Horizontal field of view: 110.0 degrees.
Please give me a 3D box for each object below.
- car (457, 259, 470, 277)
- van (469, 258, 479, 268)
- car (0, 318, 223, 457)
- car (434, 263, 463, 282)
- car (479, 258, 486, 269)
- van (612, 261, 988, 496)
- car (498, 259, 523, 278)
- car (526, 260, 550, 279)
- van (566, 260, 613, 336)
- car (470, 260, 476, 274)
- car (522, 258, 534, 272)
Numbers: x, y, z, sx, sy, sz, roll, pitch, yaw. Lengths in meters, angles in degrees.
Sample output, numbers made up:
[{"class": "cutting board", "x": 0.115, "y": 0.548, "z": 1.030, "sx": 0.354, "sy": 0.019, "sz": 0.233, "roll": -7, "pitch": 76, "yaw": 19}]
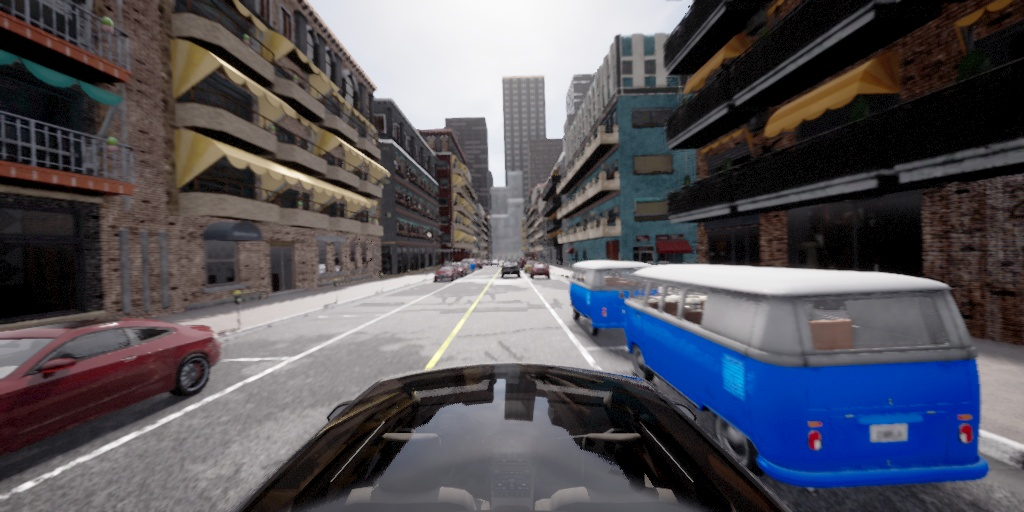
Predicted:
[{"class": "car", "x": -5.891, "y": 1.417, "z": 37.969, "sx": 1.967, "sy": 1.591, "sz": 4.097, "roll": 0, "pitch": 0, "yaw": 0}, {"class": "van", "x": -5.967, "y": 1.337, "z": 49.172, "sx": 1.690, "sy": 1.789, "sz": 3.998, "roll": 0, "pitch": 0, "yaw": 0}, {"class": "car", "x": -5.661, "y": 1.503, "z": 4.357, "sx": 1.802, "sy": 1.307, "sz": 4.207, "roll": 0, "pitch": 0, "yaw": 0}, {"class": "car", "x": -5.853, "y": 1.550, "z": 32.367, "sx": 1.802, "sy": 1.307, "sz": 4.207, "roll": 0, "pitch": 0, "yaw": 0}, {"class": "car", "x": -6.067, "y": 1.330, "z": 60.376, "sx": 2.192, "sy": 1.841, "sz": 5.009, "roll": 0, "pitch": 0, "yaw": 0}, {"class": "van", "x": 2.683, "y": 1.016, "z": 4.385, "sx": 1.690, "sy": 1.789, "sz": 3.998, "roll": 0, "pitch": 0, "yaw": 0}, {"class": "car", "x": -0.137, "y": 1.309, "z": 35.358, "sx": 1.837, "sy": 1.490, "sz": 4.892, "roll": -2, "pitch": 0, "yaw": -1}, {"class": "car", "x": 2.492, "y": 1.303, "z": 32.396, "sx": 1.802, "sy": 1.307, "sz": 4.207, "roll": 0, "pitch": 0, "yaw": 0}, {"class": "van", "x": 2.645, "y": 1.025, "z": 9.988, "sx": 1.690, "sy": 1.789, "sz": 3.998, "roll": 0, "pitch": 0, "yaw": 0}, {"class": "car", "x": -5.929, "y": 1.537, "z": 43.571, "sx": 2.007, "sy": 1.370, "sz": 4.403, "roll": 0, "pitch": 0, "yaw": 0}, {"class": "car", "x": 2.414, "y": 1.265, "z": 43.770, "sx": 1.751, "sy": 1.417, "sz": 4.829, "roll": 0, "pitch": 0, "yaw": 0}]
